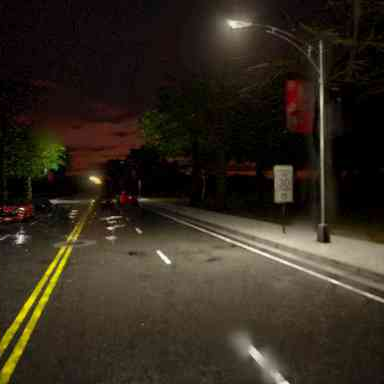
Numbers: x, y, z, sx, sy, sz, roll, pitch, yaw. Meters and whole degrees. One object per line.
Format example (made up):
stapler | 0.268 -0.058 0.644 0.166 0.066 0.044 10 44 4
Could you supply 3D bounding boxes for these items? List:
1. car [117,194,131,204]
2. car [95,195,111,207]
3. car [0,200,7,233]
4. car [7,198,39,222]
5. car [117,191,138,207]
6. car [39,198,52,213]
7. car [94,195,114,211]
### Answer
car | -11.432 1.120 55.423 1.994 1.385 4.181 -1 1 -15
car | -12.723 1.226 47.513 2.033 1.411 5.357 -1 1 -15
car | -10.905 1.379 16.109 2.097 1.767 4.553 -1 1 -15
car | -13.503 1.316 25.545 2.097 1.767 4.553 -1 1 -15
car | -8.599 0.844 45.128 2.150 2.045 5.566 -1 1 -15
car | -16.145 1.375 35.300 1.882 1.535 5.008 -1 1 -15
car | -9.956 1.095 37.607 2.097 1.767 4.553 -1 1 -15
